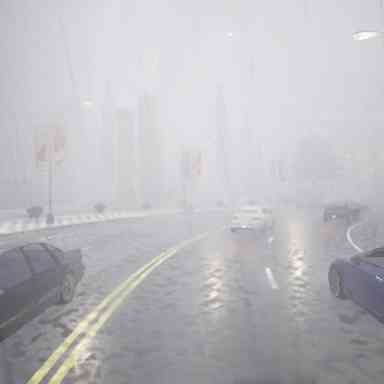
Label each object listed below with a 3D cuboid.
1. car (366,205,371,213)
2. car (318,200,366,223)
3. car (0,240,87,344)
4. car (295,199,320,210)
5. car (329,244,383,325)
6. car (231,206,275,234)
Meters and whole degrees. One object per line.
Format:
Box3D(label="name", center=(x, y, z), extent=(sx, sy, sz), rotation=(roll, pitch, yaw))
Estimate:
Box3D(label="car", center=(16.558, 1.570, 34.988), extent=(5.357, 1.411, 2.033), rotation=(0, 0, -34))
Box3D(label="car", center=(11.762, 1.522, 25.845), extent=(1.837, 1.490, 4.892), rotation=(-1, -1, 39))
Box3D(label="car", center=(-3.416, 1.551, 5.390), extent=(2.033, 1.411, 5.357), rotation=(0, 0, 2))
Box3D(label="car", center=(15.152, 1.591, 42.289), extent=(4.181, 1.385, 1.994), rotation=(0, 0, -30))
Box3D(label="car", center=(3.815, 1.529, 5.411), extent=(1.812, 1.442, 4.674), rotation=(0, 0, 4))
Box3D(label="car", center=(3.597, 1.538, 19.321), extent=(1.812, 1.442, 4.674), rotation=(0, 0, 23))
